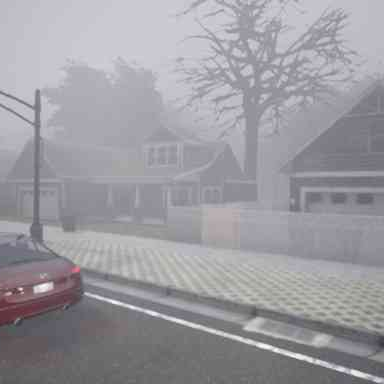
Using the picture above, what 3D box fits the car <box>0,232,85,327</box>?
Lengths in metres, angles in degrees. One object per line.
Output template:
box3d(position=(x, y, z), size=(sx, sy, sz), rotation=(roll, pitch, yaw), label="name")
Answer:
box3d(position=(-4.039, 1.505, 6.555), size=(4.181, 1.385, 1.994), rotation=(1, 0, 35), label="car")
